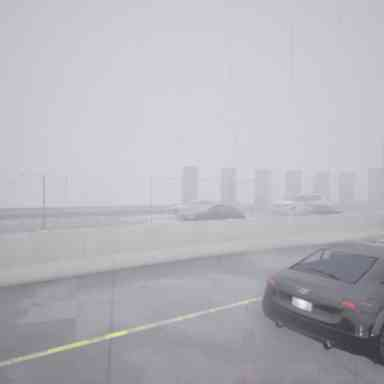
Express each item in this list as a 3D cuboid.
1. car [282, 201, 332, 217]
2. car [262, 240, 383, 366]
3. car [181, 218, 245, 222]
[{"bbox_3d":[7.545,1.488,21.041,4.674,1.442,1.812,0,0,-30],"label":"car"},{"bbox_3d":[3.229,1.557,5.819,4.181,1.385,1.994,0,0,-34],"label":"car"},{"bbox_3d":[1.289,1.465,21.421,4.674,1.442,1.812,0,0,-31],"label":"car"}]
